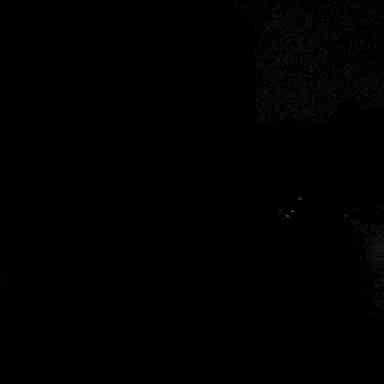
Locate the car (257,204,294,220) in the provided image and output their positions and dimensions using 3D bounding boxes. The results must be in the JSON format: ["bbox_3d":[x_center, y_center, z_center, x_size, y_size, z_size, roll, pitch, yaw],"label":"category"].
[{"bbox_3d":[7.041,1.817,30.656,1.895,1.301,4.718,-1,0,-35],"label":"car"}]

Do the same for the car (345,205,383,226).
[{"bbox_3d":[12.893,1.632,22.442,2.128,1.511,4.902,-1,0,-35],"label":"car"}]
